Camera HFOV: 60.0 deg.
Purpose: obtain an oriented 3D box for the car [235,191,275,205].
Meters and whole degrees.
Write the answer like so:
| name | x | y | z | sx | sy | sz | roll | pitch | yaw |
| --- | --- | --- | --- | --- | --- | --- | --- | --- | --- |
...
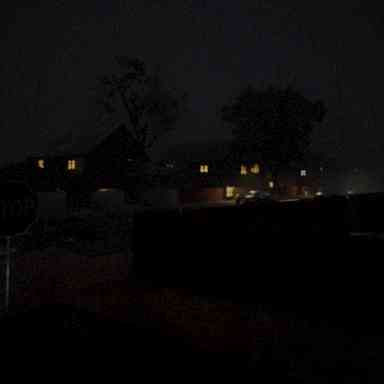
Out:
| name | x | y | z | sx | sy | sz | roll | pitch | yaw |
| --- | --- | --- | --- | --- | --- | --- | --- | --- | --- |
| car | 5.848 | 0.635 | 30.408 | 2.128 | 1.511 | 4.902 | 3 | 3 | 41 |

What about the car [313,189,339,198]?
| name | x | y | z | sx | sy | sz | roll | pitch | yaw |
| --- | --- | --- | --- | --- | --- | --- | --- | --- | --- |
| car | 18.081 | 0.373 | 44.565 | 2.033 | 1.411 | 5.357 | 3 | 3 | 40 |
